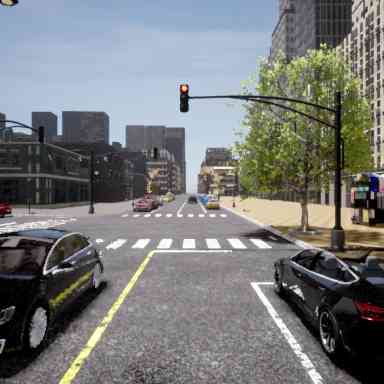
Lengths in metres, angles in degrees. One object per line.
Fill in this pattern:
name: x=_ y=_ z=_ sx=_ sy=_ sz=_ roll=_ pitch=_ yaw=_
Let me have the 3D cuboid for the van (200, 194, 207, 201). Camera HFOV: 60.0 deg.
van: x=2.776 y=1.349 z=82.651 sx=1.690 sy=1.788 sz=3.998 roll=0 pitch=0 yaw=0

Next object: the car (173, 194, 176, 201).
car: x=-5.607 y=1.559 z=82.656 sx=2.008 sy=1.369 sz=4.403 roll=0 pitch=0 yaw=0

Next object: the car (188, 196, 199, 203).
car: x=0.168 y=1.511 z=69.441 sx=1.837 sy=1.490 sz=4.892 roll=0 pitch=0 yaw=0

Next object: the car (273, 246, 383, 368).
car: x=2.700 y=1.566 z=5.764 sx=1.947 sy=1.339 sz=4.313 roll=0 pitch=0 yaw=0

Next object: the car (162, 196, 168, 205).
car: x=-5.633 y=1.555 z=54.901 sx=2.008 sy=1.369 sz=4.403 roll=0 pitch=0 yaw=0

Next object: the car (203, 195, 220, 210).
car: x=2.737 y=1.528 z=43.963 sx=1.752 sy=1.417 sz=4.829 roll=0 pitch=0 yaw=0

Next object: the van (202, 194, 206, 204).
van: x=2.743 y=1.345 z=49.345 sx=1.690 sy=1.788 sz=3.998 roll=0 pitch=0 yaw=0

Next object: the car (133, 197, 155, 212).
car: x=-5.649 y=1.585 z=38.248 sx=1.802 sy=1.307 sz=4.206 roll=0 pitch=0 yaw=0

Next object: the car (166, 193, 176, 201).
car: x=-5.600 y=1.324 z=88.207 sx=2.192 sy=1.841 sz=5.009 roll=0 pitch=0 yaw=0

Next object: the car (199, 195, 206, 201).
car: x=2.780 y=1.534 z=88.371 sx=1.752 sy=1.417 sz=4.829 roll=0 pitch=0 yaw=0

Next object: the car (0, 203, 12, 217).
car: x=-17.242 y=1.371 z=27.262 sx=4.507 sy=1.381 sz=1.887 roll=1 pitch=-1 yaw=-1

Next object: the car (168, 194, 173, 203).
car: x=-5.617 y=1.532 z=71.384 sx=1.752 sy=1.417 sz=4.829 roll=0 pitch=0 yaw=0

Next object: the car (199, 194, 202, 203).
car: x=2.752 y=1.556 z=60.447 sx=2.008 sy=1.369 sz=4.403 roll=0 pitch=0 yaw=0

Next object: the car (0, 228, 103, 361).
car: x=-3.049 y=1.507 z=6.144 sx=1.837 sy=1.490 sz=4.892 roll=0 pitch=0 yaw=0

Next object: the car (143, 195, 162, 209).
car: x=-5.643 y=1.318 z=43.799 sx=2.192 sy=1.841 sz=5.009 roll=0 pitch=0 yaw=0
